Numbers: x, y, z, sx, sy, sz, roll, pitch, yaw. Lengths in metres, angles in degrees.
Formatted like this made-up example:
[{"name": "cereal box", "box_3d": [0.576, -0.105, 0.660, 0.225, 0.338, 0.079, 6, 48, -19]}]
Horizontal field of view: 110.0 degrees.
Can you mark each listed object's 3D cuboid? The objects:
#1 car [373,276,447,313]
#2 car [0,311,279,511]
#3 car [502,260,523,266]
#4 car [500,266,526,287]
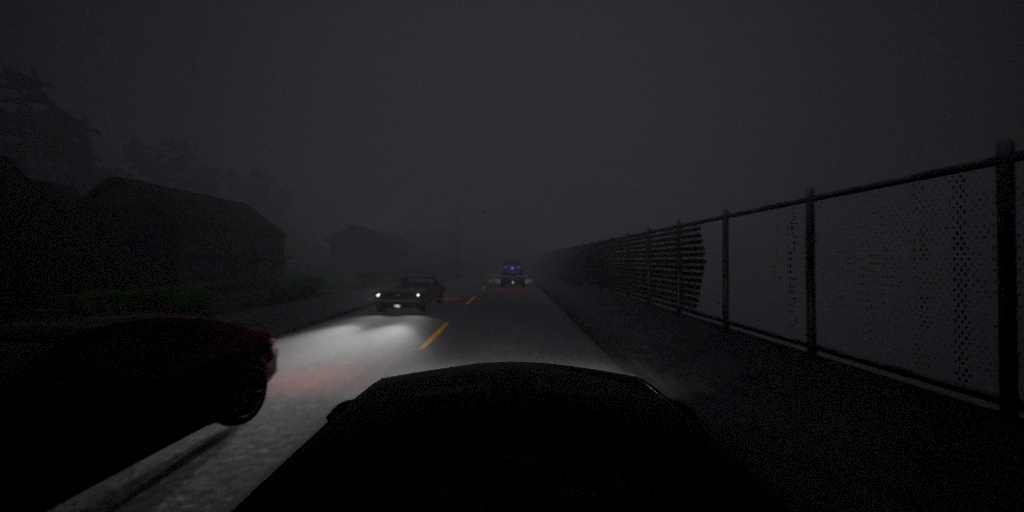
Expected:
[{"name": "car", "box_3d": [-4.086, 1.514, 15.033, 1.895, 1.301, 4.718, 0, -1, 0]}, {"name": "car", "box_3d": [-4.095, 1.293, 3.084, 1.812, 1.442, 4.674, 0, -1, 0]}, {"name": "car", "box_3d": [0.063, 1.466, 42.000, 2.150, 2.045, 5.566, 0, 0, 0]}, {"name": "car", "box_3d": [0.076, 1.676, 28.381, 1.895, 1.301, 4.718, 0, -1, 0]}]
